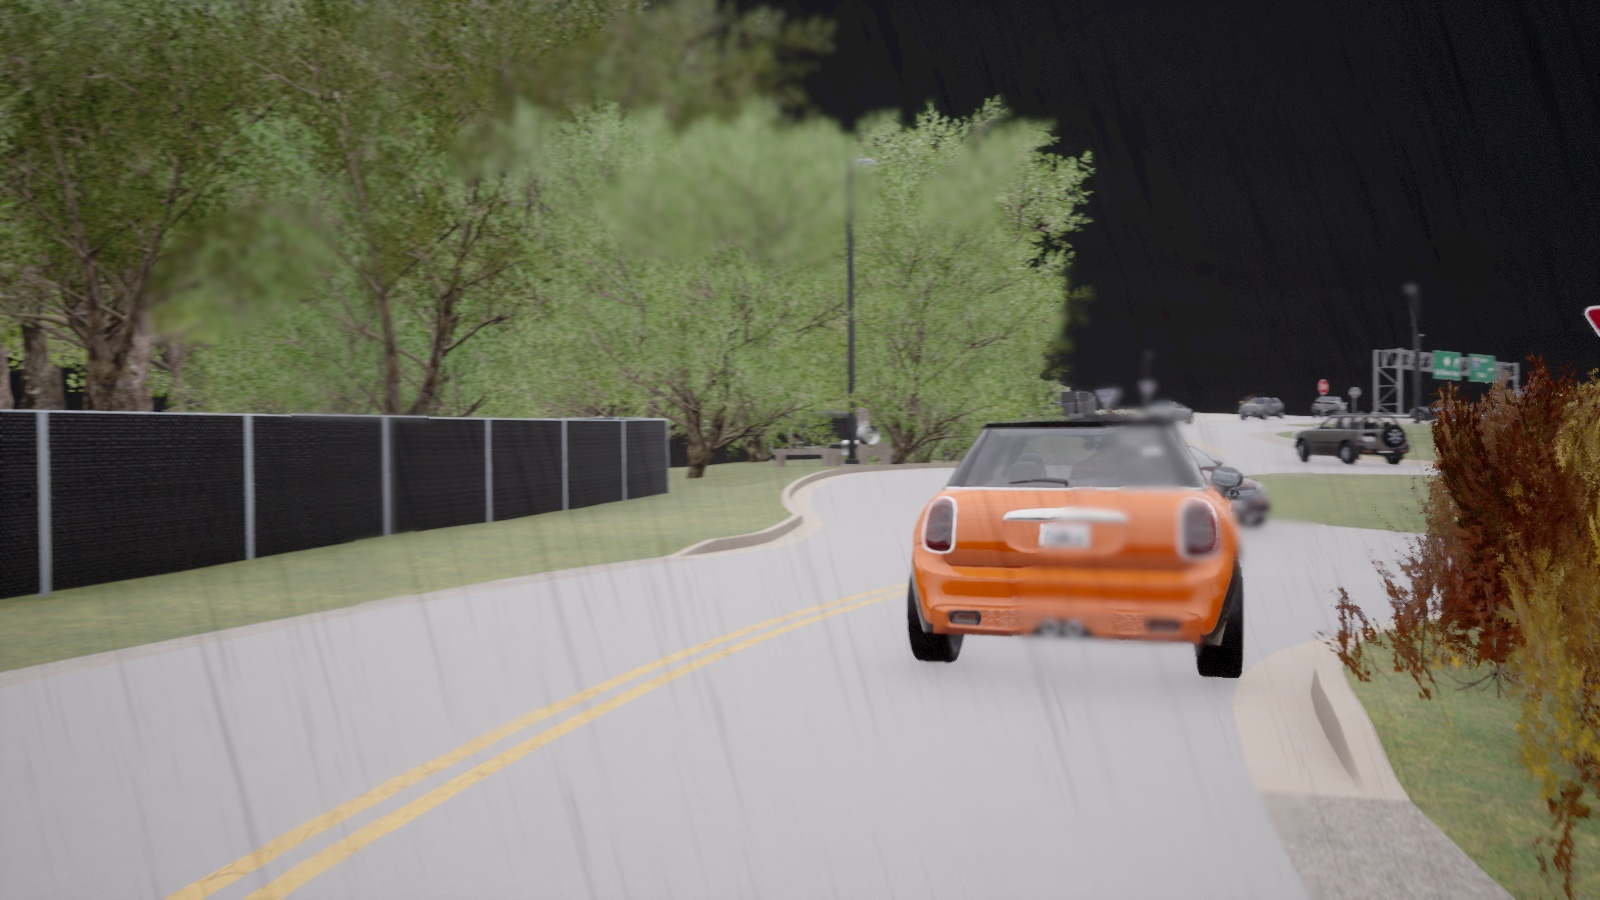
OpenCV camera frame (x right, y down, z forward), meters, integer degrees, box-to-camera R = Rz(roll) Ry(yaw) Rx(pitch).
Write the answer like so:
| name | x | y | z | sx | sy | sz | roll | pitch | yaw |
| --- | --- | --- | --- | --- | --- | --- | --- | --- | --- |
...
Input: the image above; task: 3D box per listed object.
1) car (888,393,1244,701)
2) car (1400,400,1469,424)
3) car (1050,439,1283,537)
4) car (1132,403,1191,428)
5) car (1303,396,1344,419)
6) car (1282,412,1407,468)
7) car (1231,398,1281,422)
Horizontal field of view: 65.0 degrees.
| name | x | y | z | sx | sy | sz | roll | pitch | yaw |
| --- | --- | --- | --- | --- | --- | --- | --- | --- | --- |
| car | 2.255 | 0.539 | 9.693 | 2.097 | 1.767 | 4.553 | 0 | 0 | 18 |
| car | 44.564 | -2.675 | 88.215 | 3.806 | 1.475 | 1.970 | 5 | 4 | 44 |
| car | 6.453 | 0.593 | 22.735 | 1.812 | 1.442 | 4.674 | -1 | 2 | -16 |
| car | 21.335 | -2.060 | 74.050 | 1.994 | 1.385 | 4.181 | 1 | 2 | 37 |
| car | 36.787 | -2.969 | 88.237 | 2.128 | 1.511 | 4.902 | 3 | 3 | 28 |
| car | 19.138 | -0.403 | 44.379 | 1.932 | 1.855 | 4.605 | -1 | 1 | -8 |
| car | 31.113 | -2.718 | 85.687 | 1.845 | 1.501 | 3.633 | 0 | 3 | 45 |
